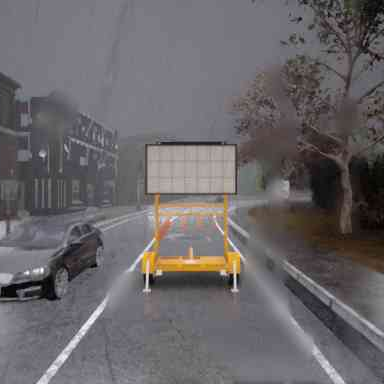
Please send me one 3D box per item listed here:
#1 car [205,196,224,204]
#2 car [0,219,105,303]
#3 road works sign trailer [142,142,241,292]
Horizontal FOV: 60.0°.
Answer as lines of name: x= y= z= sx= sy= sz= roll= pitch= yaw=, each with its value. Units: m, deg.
car: x=4.202 y=1.393 z=59.431 sx=2.128 sy=1.511 sz=4.902 roll=-1 pitch=0 yaw=36
car: x=-3.608 y=1.494 z=8.412 sx=2.128 sy=1.511 sz=4.902 roll=0 pitch=0 yaw=0
road works sign trailer: x=-0.019 y=0.467 z=8.909 sx=2.380 sy=3.560 sz=2.880 roll=0 pitch=0 yaw=0
